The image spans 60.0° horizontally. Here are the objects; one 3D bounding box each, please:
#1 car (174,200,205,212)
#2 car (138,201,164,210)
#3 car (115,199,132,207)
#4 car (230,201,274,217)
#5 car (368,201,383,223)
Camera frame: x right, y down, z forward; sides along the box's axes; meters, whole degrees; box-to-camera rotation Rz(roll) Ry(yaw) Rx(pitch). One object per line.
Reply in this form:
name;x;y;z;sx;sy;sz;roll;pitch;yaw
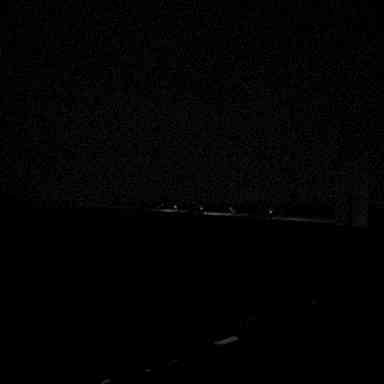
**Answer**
car;-0.317;1.717;41.239;2.128;1.511;4.902;1;-1;-36
car;-6.099;1.922;49.303;1.895;1.301;4.718;1;-1;-36
car;-13.329;2.032;64.297;1.882;1.535;5.008;1;-2;-36
car;5.841;1.624;32.696;2.128;1.511;4.902;1;-1;-36
car;12.797;1.405;23.547;2.097;1.767;4.553;1;-1;-39
